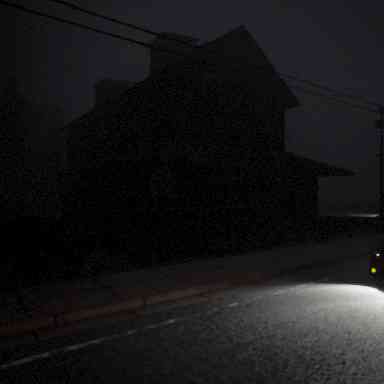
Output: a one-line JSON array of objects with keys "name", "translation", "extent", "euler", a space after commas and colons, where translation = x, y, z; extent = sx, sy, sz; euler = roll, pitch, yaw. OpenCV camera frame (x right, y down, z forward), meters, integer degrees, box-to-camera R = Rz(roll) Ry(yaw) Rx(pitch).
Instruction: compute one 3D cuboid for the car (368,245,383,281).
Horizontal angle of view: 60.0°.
[{"name": "car", "translation": [6.346, 1.545, 8.469], "extent": [4.181, 1.385, 1.994], "euler": [0, 0, -35]}]
